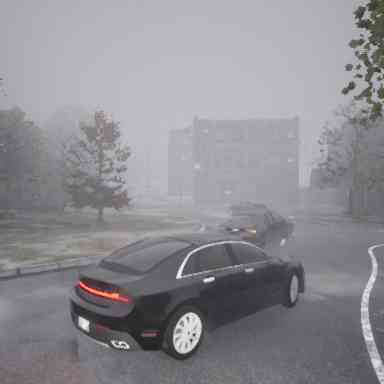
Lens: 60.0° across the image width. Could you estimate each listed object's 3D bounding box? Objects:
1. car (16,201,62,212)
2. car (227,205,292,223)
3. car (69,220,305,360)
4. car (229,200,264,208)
[{"bbox_3d":[-17.713,1.685,38.740,4.718,1.301,1.895,0,0,-6],"label":"car"},{"bbox_3d":[3.068,1.546,15.211,2.033,1.411,5.357,0,0,33],"label":"car"},{"bbox_3d":[0.302,1.503,6.084,4.892,1.490,1.837,1,0,-45],"label":"car"},{"bbox_3d":[4.857,1.482,29.415,1.837,1.490,4.892,1,-1,-20],"label":"car"}]
